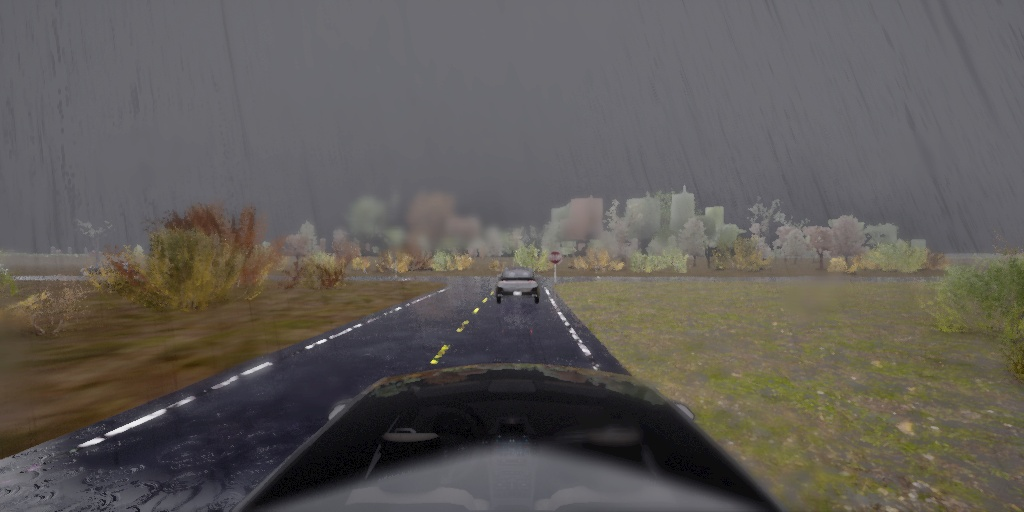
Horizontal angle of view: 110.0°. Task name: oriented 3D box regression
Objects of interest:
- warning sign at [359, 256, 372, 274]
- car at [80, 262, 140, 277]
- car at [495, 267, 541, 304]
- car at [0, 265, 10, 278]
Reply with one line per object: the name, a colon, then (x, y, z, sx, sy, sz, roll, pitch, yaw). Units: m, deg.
warning sign: (-15.026, 0.895, 36.600, 1.060, 1.860, 1.300, 0, 0, 2)
car: (-39.089, 1.314, 34.966, 4.892, 1.490, 1.837, 0, 0, 2)
car: (0.308, 1.246, 16.425, 2.128, 1.511, 4.902, 0, 0, 2)
car: (-49.177, 1.124, 32.391, 5.566, 2.045, 2.150, 0, 0, 2)
